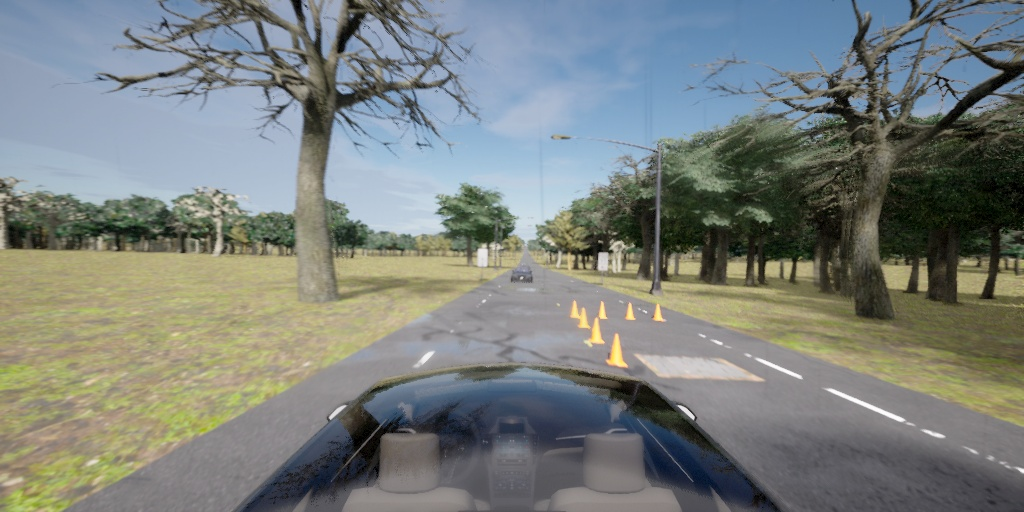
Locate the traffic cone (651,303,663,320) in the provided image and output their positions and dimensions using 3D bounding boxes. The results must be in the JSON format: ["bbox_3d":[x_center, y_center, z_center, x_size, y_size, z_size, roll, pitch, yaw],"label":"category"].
[{"bbox_3d":[5.277,2.016,13.003,0.340,0.580,0.340,0,0,2],"label":"traffic cone"}]

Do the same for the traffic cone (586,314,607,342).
[{"bbox_3d":[2.135,1.866,9.118,0.340,0.580,0.340,0,0,2],"label":"traffic cone"}]

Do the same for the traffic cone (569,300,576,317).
[{"bbox_3d":[2.282,1.923,13.115,0.340,0.580,0.340,0,0,2],"label":"traffic cone"}]

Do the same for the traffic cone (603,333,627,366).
[{"bbox_3d":[2.062,1.838,7.120,0.340,0.580,0.340,0,0,2],"label":"traffic cone"}]

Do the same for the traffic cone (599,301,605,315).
[{"bbox_3d":[3.280,1.954,13.078,0.340,0.580,0.340,0,0,2],"label":"traffic cone"}]

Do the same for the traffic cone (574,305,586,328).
[{"bbox_3d":[2.209,1.895,11.117,0.340,0.580,0.340,0,0,2],"label":"traffic cone"}]

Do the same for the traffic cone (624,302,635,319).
[{"bbox_3d":[4.278,1.985,13.041,0.340,0.580,0.340,0,0,2],"label":"traffic cone"}]

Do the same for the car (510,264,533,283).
[{"bbox_3d":[0.943,1.780,33.699,1.994,1.385,4.181,2,-1,2],"label":"car"}]
